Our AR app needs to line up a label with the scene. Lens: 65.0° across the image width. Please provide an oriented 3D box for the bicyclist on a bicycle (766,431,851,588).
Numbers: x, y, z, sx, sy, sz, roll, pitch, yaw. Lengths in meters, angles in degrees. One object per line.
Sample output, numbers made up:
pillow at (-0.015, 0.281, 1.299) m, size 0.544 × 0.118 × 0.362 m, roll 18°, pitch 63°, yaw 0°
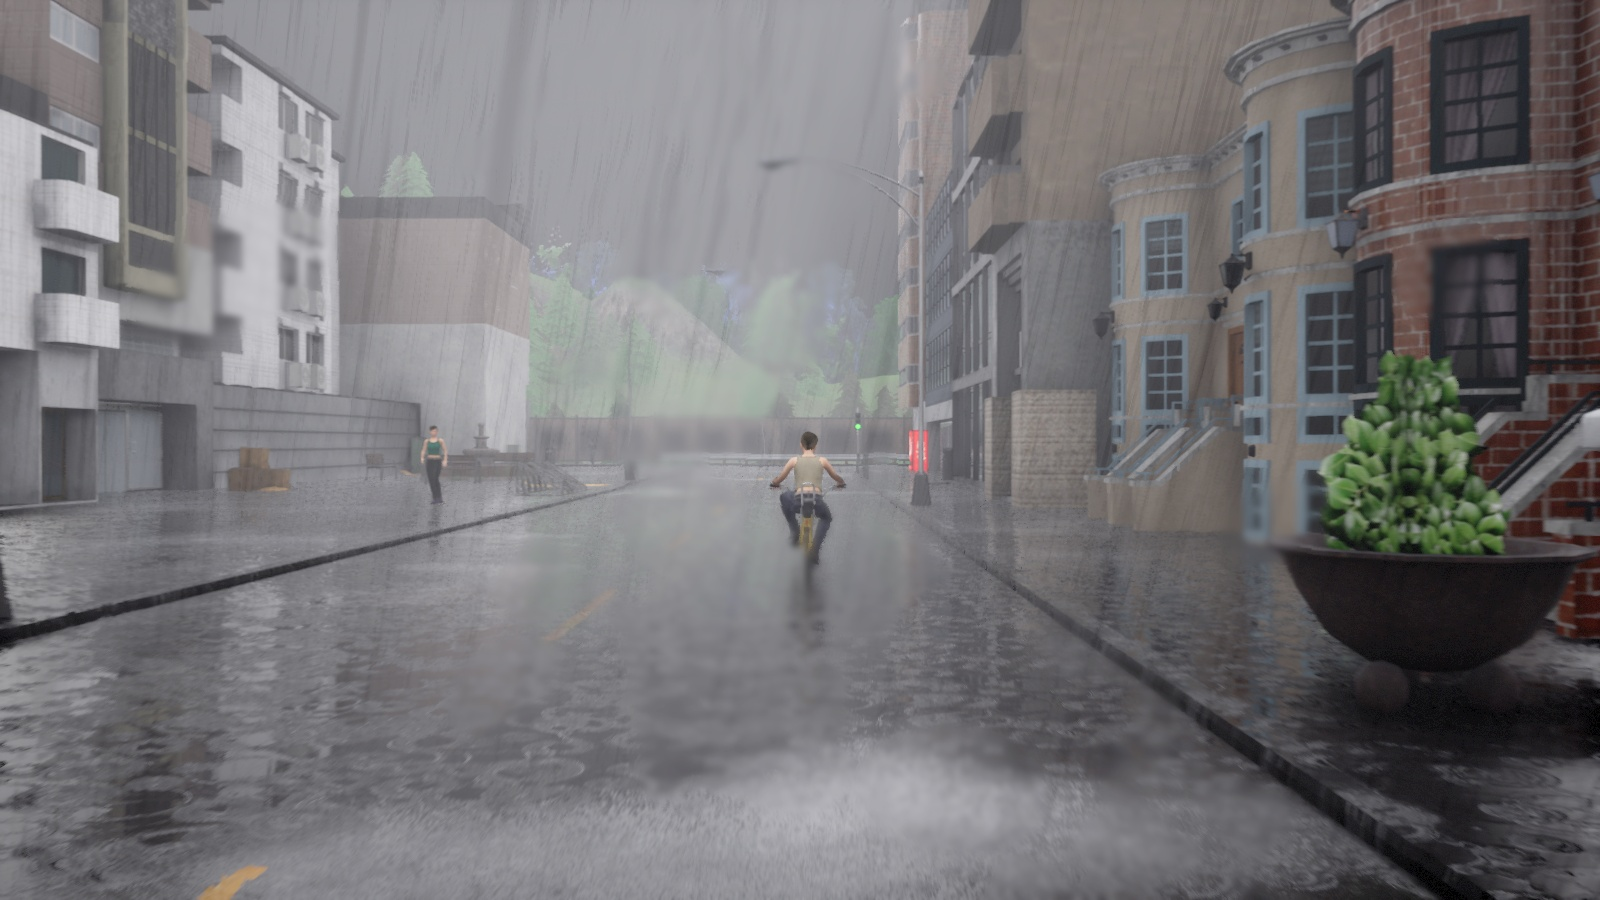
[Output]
bicyclist on a bicycle at (0.092, 0.606, 13.626) m, size 0.866 × 1.612 × 1.509 m, roll 0°, pitch 0°, yaw 0°

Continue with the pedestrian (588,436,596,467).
pedestrian at (-13.174, 0.086, 79.478) m, size 0.402 × 1.930 × 0.666 m, roll 0°, pitch 0°, yaw 2°
